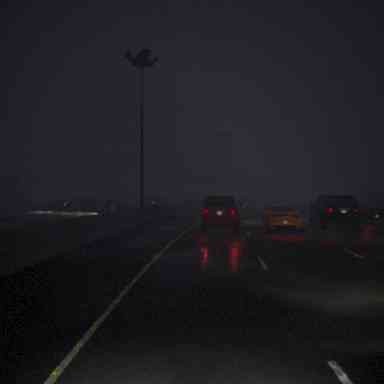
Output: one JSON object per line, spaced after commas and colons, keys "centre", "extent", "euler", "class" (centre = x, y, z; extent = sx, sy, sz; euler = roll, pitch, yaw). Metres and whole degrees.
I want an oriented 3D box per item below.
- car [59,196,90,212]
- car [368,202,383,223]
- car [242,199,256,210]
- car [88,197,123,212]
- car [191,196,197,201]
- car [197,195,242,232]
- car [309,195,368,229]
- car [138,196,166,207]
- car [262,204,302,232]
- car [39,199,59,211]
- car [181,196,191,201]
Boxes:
{"centre": [-12.580, 1.286, 38.018], "extent": [2.097, 1.767, 4.553], "euler": [0, 0, 15], "class": "car"}
{"centre": [13.442, 1.512, 25.604], "extent": [1.812, 1.442, 4.674], "euler": [0, 0, 12], "class": "car"}
{"centre": [6.845, 1.558, 41.749], "extent": [1.895, 1.301, 4.718], "euler": [0, 0, 17], "class": "car"}
{"centre": [-9.265, 1.504, 36.874], "extent": [1.994, 1.385, 4.181], "euler": [0, 0, 15], "class": "car"}
{"centre": [2.470, 1.440, 76.043], "extent": [2.033, 1.411, 5.357], "euler": [0, 0, 28], "class": "car"}
{"centre": [1.841, 1.200, 20.387], "extent": [2.150, 2.045, 5.566], "euler": [0, 0, 8], "class": "car"}
{"centre": [9.083, 1.207, 21.523], "extent": [2.150, 2.045, 5.566], "euler": [0, 0, 10], "class": "car"}
{"centre": [-4.751, 1.295, 40.193], "extent": [2.097, 1.767, 4.553], "euler": [0, 0, 16], "class": "car"}
{"centre": [5.336, 1.460, 20.148], "extent": [1.882, 1.535, 5.008], "euler": [0, 0, 8], "class": "car"}
{"centre": [-15.903, 1.492, 39.150], "extent": [1.994, 1.385, 4.181], "euler": [0, 0, 15], "class": "car"}
{"centre": [-0.775, 1.489, 77.405], "extent": [1.895, 1.301, 4.718], "euler": [0, 0, 28], "class": "car"}
